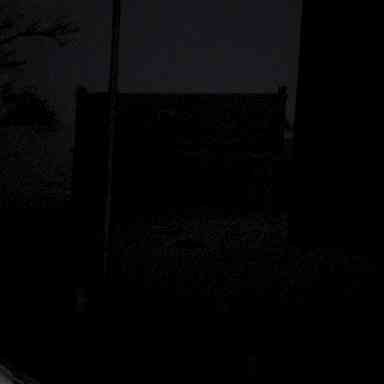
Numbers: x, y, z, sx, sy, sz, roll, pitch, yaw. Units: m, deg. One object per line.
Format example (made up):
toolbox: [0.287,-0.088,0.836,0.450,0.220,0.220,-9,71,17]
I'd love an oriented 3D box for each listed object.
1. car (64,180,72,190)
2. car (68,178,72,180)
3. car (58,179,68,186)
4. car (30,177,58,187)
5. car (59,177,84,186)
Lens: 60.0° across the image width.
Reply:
car: [-18.573,-0.888,55.221,1.895,1.301,4.718,4,3,20]
car: [-26.829,-2.007,68.571,4.674,1.452,2.002,4,3,20]
car: [-27.802,-1.973,65.993,5.008,1.535,2.097,4,3,20]
car: [-28.732,-2.026,63.389,4.553,1.767,2.185,4,3,20]
car: [-25.825,-2.245,71.134,4.553,1.767,2.185,4,3,20]
